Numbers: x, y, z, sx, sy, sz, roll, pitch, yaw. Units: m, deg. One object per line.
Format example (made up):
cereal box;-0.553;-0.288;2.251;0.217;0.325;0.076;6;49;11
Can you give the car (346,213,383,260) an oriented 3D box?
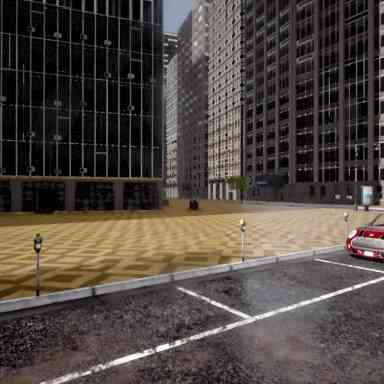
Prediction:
car;7.237;1.438;11.716;4.097;1.590;1.967;0;0;-35
